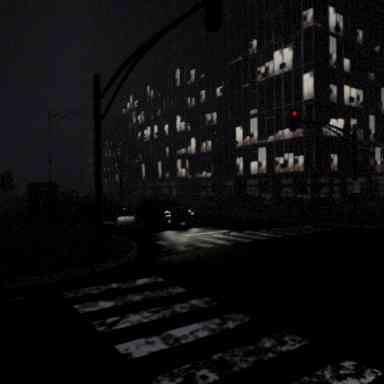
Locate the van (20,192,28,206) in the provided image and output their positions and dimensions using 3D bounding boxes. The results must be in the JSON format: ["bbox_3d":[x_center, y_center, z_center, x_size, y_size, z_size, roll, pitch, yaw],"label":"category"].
[{"bbox_3d":[-22.431,0.920,46.368,1.690,1.788,3.998,-1,1,-34],"label":"van"}]

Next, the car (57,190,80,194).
[{"bbox_3d":[-18.611,0.676,51.024,2.150,2.045,5.566,-1,1,-34],"label":"car"}]

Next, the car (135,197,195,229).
[{"bbox_3d":[-1.780,1.188,20.690,2.097,1.767,4.553,-1,1,-35],"label":"car"}]

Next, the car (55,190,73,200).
[{"bbox_3d":[-25.111,0.572,65.174,2.192,1.841,5.009,-1,1,-34],"label":"car"}]

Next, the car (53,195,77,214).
[{"bbox_3d":[-12.872,1.305,32.253,1.947,1.339,4.313,-1,1,-34],"label":"car"}]

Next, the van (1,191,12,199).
[{"bbox_3d":[-38.438,0.645,69.849,1.690,1.788,3.998,-1,1,-34],"label":"van"}]

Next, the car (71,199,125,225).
[{"bbox_3d":[-6.531,1.412,22.817,1.947,1.339,4.313,-1,1,-34],"label":"car"}]

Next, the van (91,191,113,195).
[{"bbox_3d":[-12.306,0.817,46.389,1.690,1.788,3.998,-1,1,-34],"label":"van"}]

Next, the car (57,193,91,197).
[{"bbox_3d":[-13.381,1.193,37.692,2.033,1.411,5.357,-1,1,-34],"label":"car"}]

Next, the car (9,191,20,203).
[{"bbox_3d":[-28.834,1.020,55.763,2.008,1.369,4.403,-1,1,-34],"label":"car"}]

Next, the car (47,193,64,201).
[{"bbox_3d":[-24.575,0.878,59.785,1.812,1.442,4.674,-1,1,-34],"label":"car"}]

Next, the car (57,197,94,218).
[{"bbox_3d":[-9.719,1.375,27.525,1.802,1.307,4.206,-1,1,-34],"label":"car"}]

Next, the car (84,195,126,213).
[{"bbox_3d":[-7.576,1.289,29.169,2.033,1.411,5.357,-1,1,-34],"label":"car"}]
